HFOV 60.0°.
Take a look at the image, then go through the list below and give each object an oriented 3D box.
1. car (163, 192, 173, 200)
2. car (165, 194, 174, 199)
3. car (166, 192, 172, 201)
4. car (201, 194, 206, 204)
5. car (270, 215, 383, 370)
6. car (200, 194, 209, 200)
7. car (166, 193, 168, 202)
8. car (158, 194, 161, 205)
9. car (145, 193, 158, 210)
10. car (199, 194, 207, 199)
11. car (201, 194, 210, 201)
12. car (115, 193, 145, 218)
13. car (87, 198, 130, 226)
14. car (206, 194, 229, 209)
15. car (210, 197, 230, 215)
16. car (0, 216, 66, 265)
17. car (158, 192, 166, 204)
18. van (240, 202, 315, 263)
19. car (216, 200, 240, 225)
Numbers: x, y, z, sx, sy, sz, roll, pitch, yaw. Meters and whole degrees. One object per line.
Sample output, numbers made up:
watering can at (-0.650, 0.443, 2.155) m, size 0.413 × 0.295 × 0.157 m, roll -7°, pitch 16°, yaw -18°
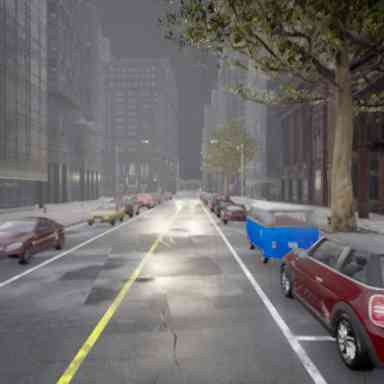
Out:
car at (-5.677, 0.942, 78.970) m, size 2.192 × 1.841 × 5.009 m, roll 0°, pitch 0°, yaw 0°
car at (-5.677, 1.194, 84.610) m, size 1.802 × 1.307 × 4.206 m, roll 0°, pitch 0°, yaw 0°
car at (-5.675, 1.229, 67.695) m, size 1.947 × 1.339 × 4.313 m, roll 0°, pitch 0°, yaw 0°
car at (2.852, 1.295, 50.772) m, size 1.947 × 1.339 × 4.313 m, roll 0°, pitch 0°, yaw 0°
car at (2.858, 1.402, 5.656) m, size 1.967 × 1.590 × 4.097 m, roll 0°, pitch 0°, yaw 0°
car at (2.848, 1.193, 78.969) m, size 1.947 × 1.339 × 4.313 m, roll 0°, pitch 0°, yaw 0°
car at (-5.674, 1.250, 56.417) m, size 1.887 × 1.381 × 4.507 m, roll 0°, pitch 0°, yaw 0°
car at (-5.673, 1.320, 45.140) m, size 1.947 × 1.339 × 4.313 m, roll 0°, pitch 0°, yaw 0°
car at (-5.673, 1.094, 39.499) m, size 2.192 × 1.841 × 5.009 m, roll 0°, pitch 0°, yaw 0°
car at (2.848, 1.178, 84.609) m, size 1.947 × 1.339 × 4.313 m, roll 0°, pitch 0°, yaw 0°
car at (2.849, 1.226, 73.330) m, size 1.802 × 1.307 × 4.206 m, roll 0°, pitch 0°, yaw 0°
car at (-5.672, 1.145, 28.221) m, size 2.192 × 1.841 × 5.009 m, roll 0°, pitch 0°, yaw 0°
car at (-5.670, 1.383, 22.414) m, size 1.752 × 1.417 × 4.829 m, roll 0°, pitch 0°, yaw 0°
car at (2.853, 1.120, 33.852) m, size 2.192 × 1.841 × 5.009 m, roll 0°, pitch 0°, yaw 0°
car at (2.854, 1.396, 28.213) m, size 1.947 × 1.339 × 4.313 m, roll 0°, pitch 0°, yaw 0°
car at (-5.669, 1.507, 11.308) m, size 1.802 × 1.307 × 4.206 m, roll 0°, pitch 0°, yaw 0°
car at (-5.674, 1.044, 50.776) m, size 2.192 × 1.841 × 5.009 m, roll 0°, pitch 0°, yaw 0°
van at (2.857, 1.267, 11.295) m, size 1.690 × 1.788 × 3.998 m, roll 0°, pitch 0°, yaw 0°
car at (2.855, 1.439, 22.576) m, size 1.802 × 1.307 × 4.206 m, roll 0°, pitch 0°, yaw 0°
